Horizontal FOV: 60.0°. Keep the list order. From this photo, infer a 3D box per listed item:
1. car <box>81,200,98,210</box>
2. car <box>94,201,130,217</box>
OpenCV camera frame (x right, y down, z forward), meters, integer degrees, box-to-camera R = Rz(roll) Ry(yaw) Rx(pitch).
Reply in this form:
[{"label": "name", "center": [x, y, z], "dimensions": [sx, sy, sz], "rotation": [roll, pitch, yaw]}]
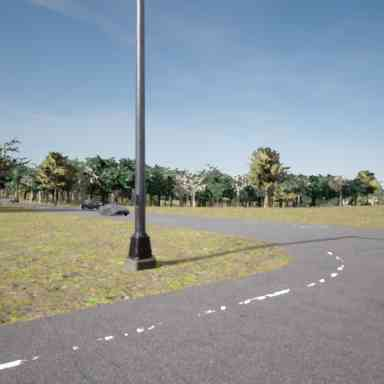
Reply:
[{"label": "car", "center": [-19.887, 2.530, 64.923], "dimensions": [2.150, 2.045, 5.566], "rotation": [3, -3, -36]}, {"label": "car", "center": [-8.912, 2.034, 37.655], "dimensions": [2.033, 1.411, 5.357], "rotation": [3, -3, -36]}]
